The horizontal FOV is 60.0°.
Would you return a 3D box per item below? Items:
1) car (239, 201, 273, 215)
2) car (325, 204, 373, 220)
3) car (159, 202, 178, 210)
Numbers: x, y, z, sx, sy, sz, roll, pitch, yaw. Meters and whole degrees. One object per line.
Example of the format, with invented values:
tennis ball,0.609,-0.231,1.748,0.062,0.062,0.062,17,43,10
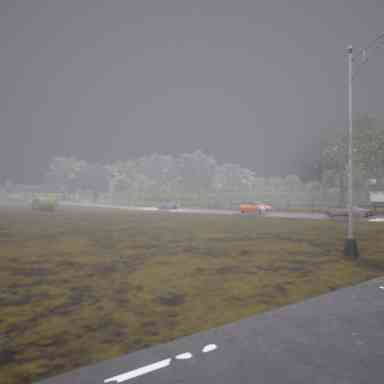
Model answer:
car,8.007,1.930,41.910,2.097,1.767,4.553,-1,-1,-35
car,15.011,1.859,31.979,1.994,1.385,4.181,-1,-1,-35
car,-4.240,2.562,59.435,1.994,1.385,4.181,-1,-1,-35
